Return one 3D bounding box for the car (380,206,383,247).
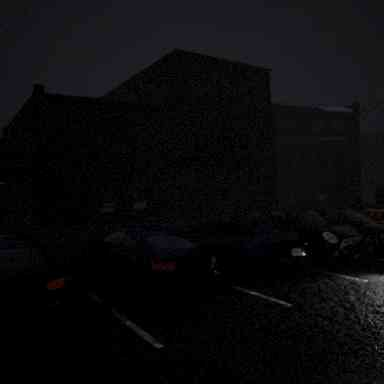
[{"bbox_3d":[8.240,1.403,15.100,1.946,1.575,5.366,0,0,-35],"label":"car"}]

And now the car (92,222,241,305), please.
[{"bbox_3d":[-1.222,1.503,8.127,2.002,1.452,4.674,0,0,-35],"label":"car"}]

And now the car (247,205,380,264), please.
[{"bbox_3d":[3.544,1.309,11.565,2.185,1.767,4.553,0,0,-35],"label":"car"}]

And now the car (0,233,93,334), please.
[{"bbox_3d":[-3.716,1.518,6.349,2.002,1.452,4.674,0,0,-35],"label":"car"}]

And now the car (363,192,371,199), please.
[{"bbox_3d":[26.665,0.402,54.106,2.097,1.767,4.553,-4,0,-23],"label":"car"}]

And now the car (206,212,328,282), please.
[{"bbox_3d":[1.153,1.478,9.858,2.163,1.488,4.792,0,0,-35],"label":"car"}]
